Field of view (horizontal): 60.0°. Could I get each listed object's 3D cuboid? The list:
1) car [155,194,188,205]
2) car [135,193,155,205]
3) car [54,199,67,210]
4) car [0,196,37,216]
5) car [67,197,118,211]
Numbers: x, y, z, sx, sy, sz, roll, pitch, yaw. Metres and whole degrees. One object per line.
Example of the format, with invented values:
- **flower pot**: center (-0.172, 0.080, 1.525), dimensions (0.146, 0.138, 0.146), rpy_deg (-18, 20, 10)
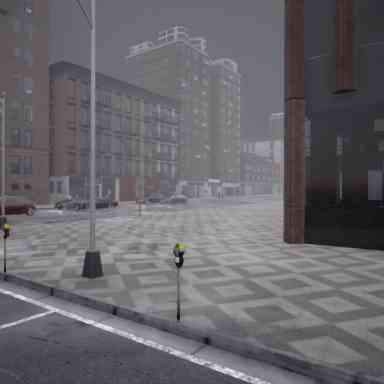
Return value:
- **car**: center (-2.439, 0.992, 44.933), dimensions (1.812, 1.442, 4.674), rpy_deg (0, 1, 36)
- **car**: center (-5.736, 0.971, 45.912), dimensions (1.837, 1.490, 4.892), rpy_deg (0, 1, 36)
- **car**: center (-12.742, 1.194, 36.215), dimensions (1.994, 1.385, 4.181), rpy_deg (0, 1, 34)
- **car**: center (-15.265, 1.124, 27.106), dimensions (2.097, 1.767, 4.553), rpy_deg (0, 1, 36)
- **car**: center (-10.019, 1.246, 34.403), dimensions (1.895, 1.301, 4.718), rpy_deg (0, 1, 36)
